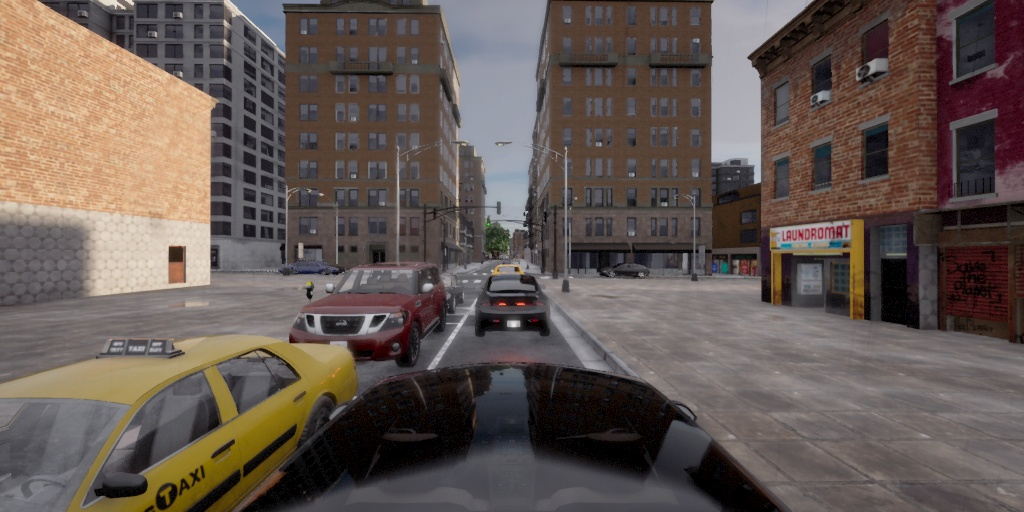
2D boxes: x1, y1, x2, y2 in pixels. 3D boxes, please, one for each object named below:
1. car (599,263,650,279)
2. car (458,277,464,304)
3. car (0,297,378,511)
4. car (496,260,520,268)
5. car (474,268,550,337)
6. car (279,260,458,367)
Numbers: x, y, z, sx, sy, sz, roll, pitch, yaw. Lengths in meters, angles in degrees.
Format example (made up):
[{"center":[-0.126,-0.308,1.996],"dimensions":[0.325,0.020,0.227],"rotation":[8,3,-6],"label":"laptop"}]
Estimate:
[{"center":[11.207,1.463,35.783],"dimensions":[4.892,1.490,1.837],"rotation":[1,0,0],"label":"car"},{"center":[-2.824,1.303,13.676],"dimensions":[2.007,1.370,4.403],"rotation":[0,0,-1],"label":"car"},{"center":[-2.629,1.275,2.279],"dimensions":[1.751,1.417,4.829],"rotation":[0,0,-1],"label":"car"},{"center":[-0.228,1.231,21.077],"dimensions":[1.882,1.535,5.008],"rotation":[0,0,-1],"label":"car"},{"center":[-0.029,1.256,10.358],"dimensions":[1.837,1.490,4.892],"rotation":[0,0,-2],"label":"car"},{"center":[-2.728,1.066,8.062],"dimensions":[2.192,1.841,5.009],"rotation":[0,0,-1],"label":"car"}]
